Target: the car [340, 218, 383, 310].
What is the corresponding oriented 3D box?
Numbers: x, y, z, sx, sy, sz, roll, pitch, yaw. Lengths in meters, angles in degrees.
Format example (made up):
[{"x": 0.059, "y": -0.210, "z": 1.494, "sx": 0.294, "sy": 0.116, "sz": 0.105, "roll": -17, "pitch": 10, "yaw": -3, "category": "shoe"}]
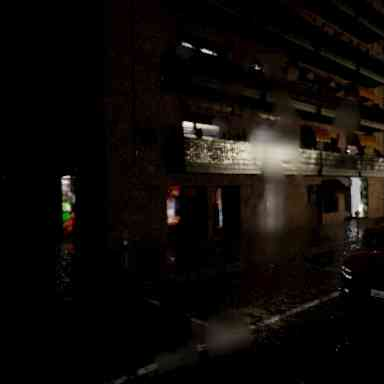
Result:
[{"x": 5.127, "y": 1.459, "z": 7.275, "sx": 5.008, "sy": 1.535, "sz": 1.882, "roll": 0, "pitch": 0, "yaw": -39, "category": "car"}]
